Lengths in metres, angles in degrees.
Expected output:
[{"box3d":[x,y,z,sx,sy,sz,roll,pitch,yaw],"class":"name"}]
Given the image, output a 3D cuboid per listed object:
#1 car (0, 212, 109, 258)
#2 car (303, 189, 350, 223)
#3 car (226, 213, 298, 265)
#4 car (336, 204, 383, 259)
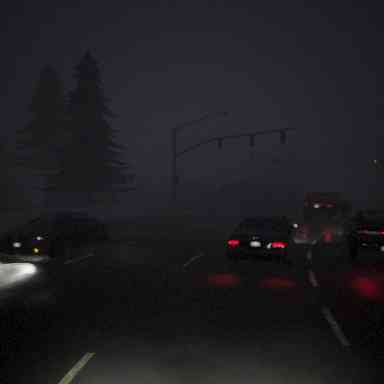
[{"box3d":[-4.814,1.430,12.148,1.994,1.385,4.181,0,0,17],"class":"car"},{"box3d":[9.706,1.022,23.724,2.150,2.045,5.566,0,1,37],"class":"car"},{"box3d":[2.532,1.439,11.380,2.033,1.411,5.357,0,1,19],"class":"car"},{"box3d":[6.440,1.388,11.738,2.128,1.511,4.902,0,0,21],"class":"car"}]
